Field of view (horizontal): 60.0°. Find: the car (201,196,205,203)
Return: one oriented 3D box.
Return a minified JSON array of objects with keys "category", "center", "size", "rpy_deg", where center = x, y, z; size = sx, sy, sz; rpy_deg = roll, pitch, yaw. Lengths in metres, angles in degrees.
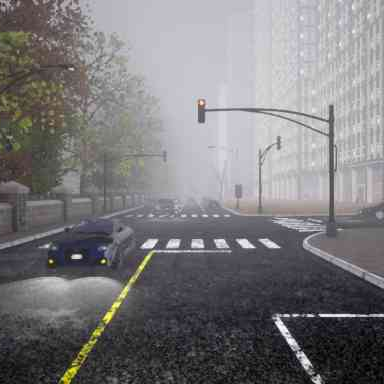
[{"category":"car","center":[2.649,1.592,47.178],"size":[1.947,1.339,4.313],"rpy_deg":[0,0,0]}]

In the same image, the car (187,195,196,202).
[{"category":"car","center":[-0.069,1.482,78.830],"size":[2.033,1.411,5.357],"rpy_deg":[0,0,0]}]

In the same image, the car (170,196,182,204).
[{"category":"car","center":[-3.099,1.538,65.119],"size":[2.128,1.511,4.902],"rpy_deg":[0,0,0]}]

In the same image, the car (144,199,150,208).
[{"category":"car","center":[-5.731,1.608,47.171],"size":[1.802,1.307,4.206],"rpy_deg":[0,0,0]}]

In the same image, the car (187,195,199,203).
[{"category":"car","center":[-0.062,1.578,69.246],"size":[1.812,1.442,4.674],"rpy_deg":[0,0,0]}]

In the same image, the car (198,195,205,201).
[{"category":"car","center":[2.610,1.642,92.237],"size":[2.008,1.369,4.403],"rpy_deg":[0,0,0]}]

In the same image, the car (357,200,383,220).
[{"category":"car","center":[14.932,1.239,24.769],"size":[4.892,1.490,1.837],"rpy_deg":[-1,0,0]}]

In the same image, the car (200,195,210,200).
[{"category":"car","center":[2.645,1.597,52.811],"size":[1.947,1.339,4.313],"rpy_deg":[0,0,0]}]

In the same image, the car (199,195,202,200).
[{"category":"car","center":[3.052,1.406,69.828],"size":[2.097,1.767,4.553],"rpy_deg":[0,0,0]}]

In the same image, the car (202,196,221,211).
[{"category":"car","center":[2.654,1.587,41.546],"size":[1.947,1.339,4.313],"rpy_deg":[0,0,0]}]

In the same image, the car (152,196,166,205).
[{"category":"car","center":[-5.740,1.478,58.436],"size":[1.967,1.590,4.097],"rpy_deg":[0,0,0]}]

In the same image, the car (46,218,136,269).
[{"category":"car","center":[-3.112,1.566,10.985],"size":[1.994,1.385,4.181],"rpy_deg":[0,0,0]}]

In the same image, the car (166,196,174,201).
[{"category":"car","center":[-5.765,1.626,86.597],"size":[1.887,1.381,4.507],"rpy_deg":[0,0,0]}]

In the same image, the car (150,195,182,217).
[{"category":"car","center":[-2.495,1.364,31.014],"size":[2.097,1.767,4.553],"rpy_deg":[0,0,-10]}]

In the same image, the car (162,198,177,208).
[{"category":"car","center":[-3.141,1.552,48.013],"size":[1.812,1.442,4.674],"rpy_deg":[0,0,0]}]

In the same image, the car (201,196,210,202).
[{"category":"car","center":[3.082,1.590,76.858],"size":[1.812,1.442,4.674],"rpy_deg":[0,0,0]}]
